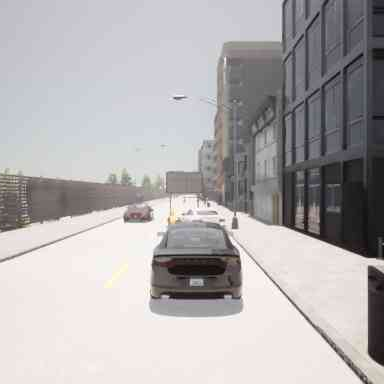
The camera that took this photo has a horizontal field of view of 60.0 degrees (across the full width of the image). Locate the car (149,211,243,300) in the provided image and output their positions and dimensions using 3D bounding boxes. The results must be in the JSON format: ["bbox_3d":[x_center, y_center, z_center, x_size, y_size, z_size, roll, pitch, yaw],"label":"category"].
[{"bbox_3d":[0.085,1.477,8.469,1.882,1.535,5.008,0,0,0],"label":"car"}]

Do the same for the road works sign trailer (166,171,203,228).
[{"bbox_3d":[-0.522,0.464,21.296,2.380,3.560,2.880,0,0,-16],"label":"road works sign trailer"}]

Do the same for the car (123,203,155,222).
[{"bbox_3d":[-4.043,1.563,25.828,1.994,1.385,4.181,0,0,0],"label":"car"}]

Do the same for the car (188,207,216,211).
[{"bbox_3d":[0.499,1.538,17.817,1.812,1.442,4.674,0,-1,-10],"label":"car"}]
